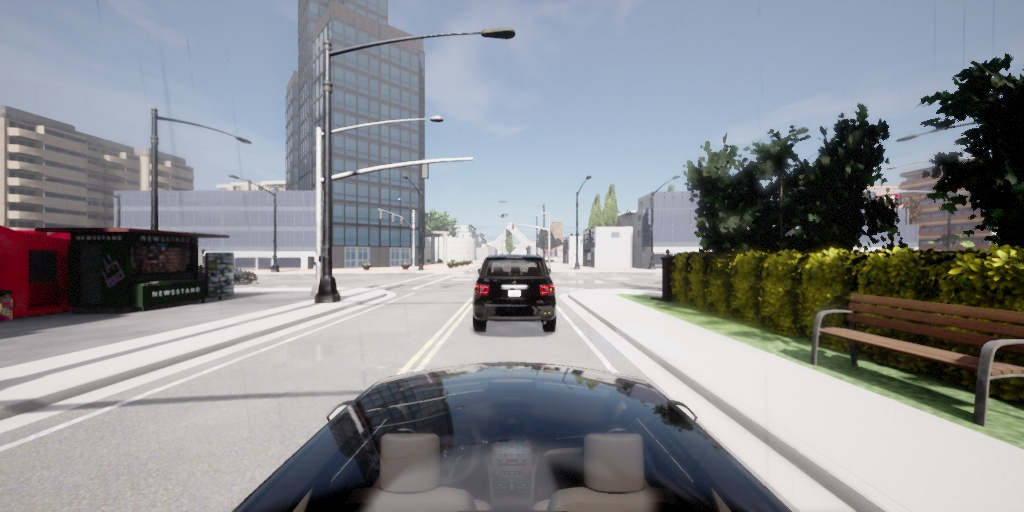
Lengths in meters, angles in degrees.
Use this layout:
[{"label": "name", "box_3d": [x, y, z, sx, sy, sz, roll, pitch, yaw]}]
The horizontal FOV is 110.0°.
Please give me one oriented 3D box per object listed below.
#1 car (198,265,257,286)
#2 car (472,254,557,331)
[{"label": "car", "box_3d": [-21.339, 1.405, 26.137, 4.892, 1.490, 1.837, -1, 0, 0]}, {"label": "car", "box_3d": [0.075, 0.968, 11.079, 2.150, 2.045, 5.566, 0, 0, 0]}]
